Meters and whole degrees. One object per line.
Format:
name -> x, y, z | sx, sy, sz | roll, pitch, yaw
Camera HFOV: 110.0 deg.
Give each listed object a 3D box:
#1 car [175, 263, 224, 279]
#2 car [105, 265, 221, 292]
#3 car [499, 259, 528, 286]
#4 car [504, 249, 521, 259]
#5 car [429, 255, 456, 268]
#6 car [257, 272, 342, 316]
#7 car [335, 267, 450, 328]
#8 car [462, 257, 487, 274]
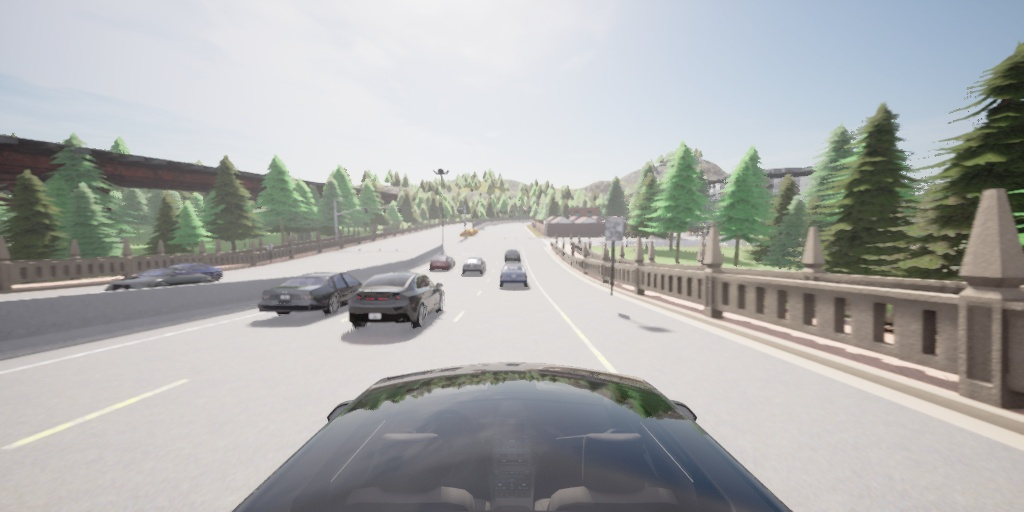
car -> -21.023, 1.202, 23.134 | 1.812, 1.442, 4.674 | 0, 1, 1
car -> -17.564, 1.322, 18.127 | 1.994, 1.385, 4.181 | 0, 0, 0
car -> 0.101, 1.198, 24.204 | 2.033, 1.411, 5.357 | 0, 2, 0
car -> 0.046, -0.207, 43.924 | 1.994, 1.385, 4.181 | 0, 7, 0
car -> -6.917, 0.573, 35.901 | 1.994, 1.385, 4.181 | 0, 5, 0
car -> -6.901, 1.308, 13.416 | 2.033, 1.411, 5.357 | 0, 0, 0
car -> -3.401, 1.263, 11.327 | 1.837, 1.490, 4.892 | 0, 0, 0
car -> -3.409, 0.788, 32.706 | 2.033, 1.411, 5.357 | 0, 4, 0
